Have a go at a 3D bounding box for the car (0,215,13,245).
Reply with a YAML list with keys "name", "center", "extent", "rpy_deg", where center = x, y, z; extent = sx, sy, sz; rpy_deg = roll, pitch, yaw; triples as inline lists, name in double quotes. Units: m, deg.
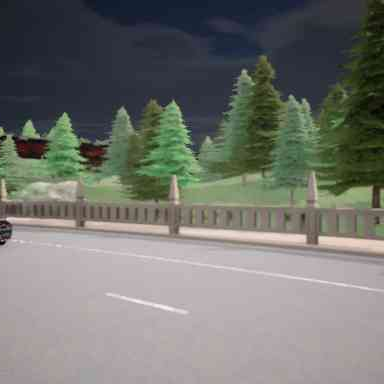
- name: "car"
  center: [-9.313, 1.409, 13.340]
  extent: [4.892, 1.490, 1.837]
  rpy_deg: [0, 0, 28]
